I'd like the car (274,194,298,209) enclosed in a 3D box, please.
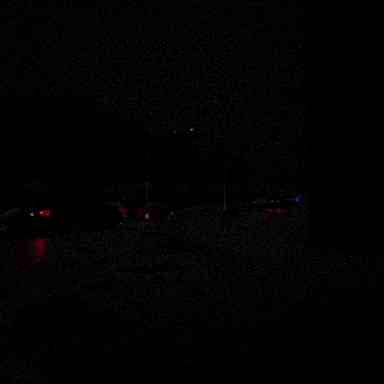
[{"bbox_3d":[12.387,1.470,45.609,2.128,1.511,4.902,0,0,36],"label":"car"}]

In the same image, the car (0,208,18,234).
[{"bbox_3d":[-9.767,1.550,19.276,1.887,1.381,4.507,0,0,36],"label":"car"}]

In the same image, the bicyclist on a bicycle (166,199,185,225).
[{"bbox_3d":[-1.095,1.306,21.700,1.656,1.620,0.582,0,0,36],"label":"bicyclist on a bicycle"}]

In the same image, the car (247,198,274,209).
[{"bbox_3d":[9.205,1.500,45.805,1.752,1.417,4.829,0,0,36],"label":"car"}]

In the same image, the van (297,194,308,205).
[{"bbox_3d":[18.838,1.324,59.276,1.690,1.788,3.998,0,0,36],"label":"van"}]

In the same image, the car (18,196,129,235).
[{"bbox_3d":[-6.643,1.230,19.382,2.150,2.045,5.566,0,0,37],"label":"car"}]

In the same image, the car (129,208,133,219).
[{"bbox_3d":[-6.590,1.440,23.721,1.967,1.590,4.097,0,0,36],"label":"car"}]

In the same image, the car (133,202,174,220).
[{"bbox_3d":[-3.411,1.539,28.166,1.887,1.381,4.507,0,0,36],"label":"car"}]
